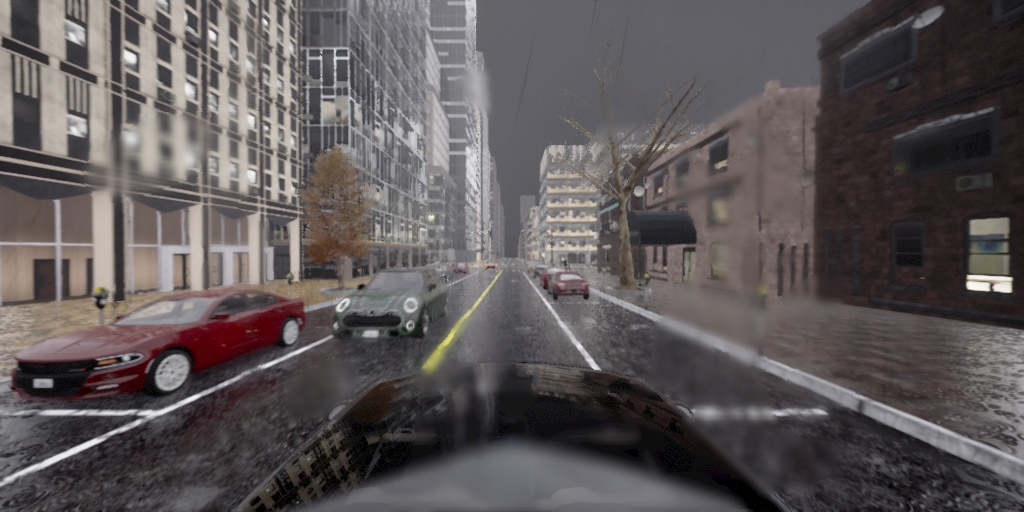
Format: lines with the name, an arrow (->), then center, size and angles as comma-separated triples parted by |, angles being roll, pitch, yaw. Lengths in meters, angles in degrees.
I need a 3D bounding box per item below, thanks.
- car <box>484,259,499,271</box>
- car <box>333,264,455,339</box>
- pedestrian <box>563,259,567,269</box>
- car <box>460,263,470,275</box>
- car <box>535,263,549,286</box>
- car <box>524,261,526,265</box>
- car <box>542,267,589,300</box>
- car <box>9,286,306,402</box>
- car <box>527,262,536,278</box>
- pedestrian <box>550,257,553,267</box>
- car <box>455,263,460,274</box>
car -> -2.998, 1.313, 53.200 | 2.097, 1.767, 4.553 | 0, 0, 0
car -> -3.099, 1.127, 10.130 | 2.097, 1.767, 4.553 | 0, 0, 0
pedestrian -> 8.137, 1.251, 54.983 | 0.375, 1.860, 0.375 | -1, 1, 0
car -> -5.819, 1.413, 40.470 | 1.888, 1.381, 4.507 | 0, 0, 0
car -> 2.759, 1.360, 23.479 | 1.888, 1.381, 4.507 | 0, 0, 0
car -> 2.821, 1.411, 46.226 | 1.751, 1.417, 4.829 | 0, 0, 0
car -> 2.724, 1.380, 17.835 | 1.802, 1.307, 4.207 | 0, 0, 0
car -> -5.691, 1.310, 6.605 | 1.888, 1.381, 4.507 | 0, 0, 0
car -> 2.820, 1.400, 34.767 | 2.007, 1.370, 4.403 | 0, 0, 0
pedestrian -> 6.137, 1.067, 55.581 | 0.375, 1.860, 0.375 | -1, 1, 0
car -> -5.793, 1.384, 29.180 | 2.007, 1.370, 4.403 | 0, 0, 0
